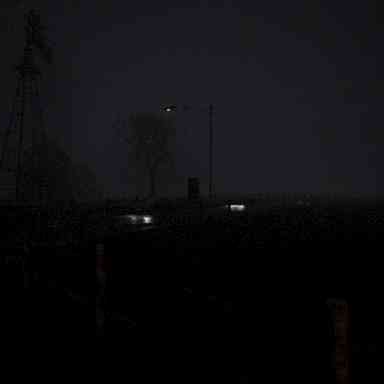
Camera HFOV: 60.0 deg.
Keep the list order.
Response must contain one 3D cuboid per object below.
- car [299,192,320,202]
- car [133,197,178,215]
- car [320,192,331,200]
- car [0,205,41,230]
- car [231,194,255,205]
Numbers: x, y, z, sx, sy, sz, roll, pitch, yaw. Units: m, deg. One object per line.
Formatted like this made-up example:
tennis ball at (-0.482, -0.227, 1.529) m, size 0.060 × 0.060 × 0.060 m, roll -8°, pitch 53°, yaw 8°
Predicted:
car at (18.959, 0.800, 54.360) m, size 1.812 × 1.442 × 4.674 m, roll 1°, pitch 2°, yaw 35°
car at (-3.137, 1.164, 29.593) m, size 1.812 × 1.442 × 4.674 m, roll 1°, pitch 2°, yaw 36°
car at (24.757, 0.710, 62.544) m, size 1.994 × 1.385 × 4.181 m, roll 1°, pitch 1°, yaw 36°
car at (-10.439, 1.396, 18.116) m, size 1.994 × 1.385 × 4.181 m, roll 1°, pitch 1°, yaw 26°
car at (6.625, 0.979, 43.344) m, size 1.994 × 1.385 × 4.181 m, roll 1°, pitch 1°, yaw 35°
